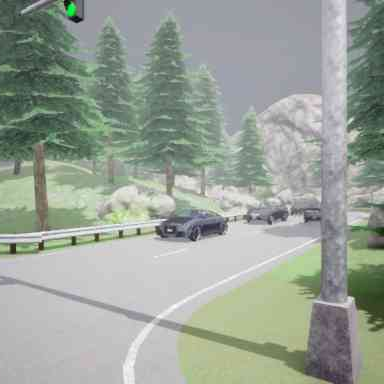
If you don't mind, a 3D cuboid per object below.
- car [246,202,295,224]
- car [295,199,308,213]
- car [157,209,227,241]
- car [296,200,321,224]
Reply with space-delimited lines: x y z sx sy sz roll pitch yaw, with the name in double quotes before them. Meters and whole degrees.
"car" 5.734 1.506 25.066 2.128 1.511 4.902 0 0 35
"car" 11.294 1.520 33.638 1.837 1.490 4.892 0 0 27
"car" 0.111 1.578 16.863 1.994 1.385 4.181 0 0 34
"car" 9.639 1.562 24.388 2.128 1.511 4.902 0 -1 34
